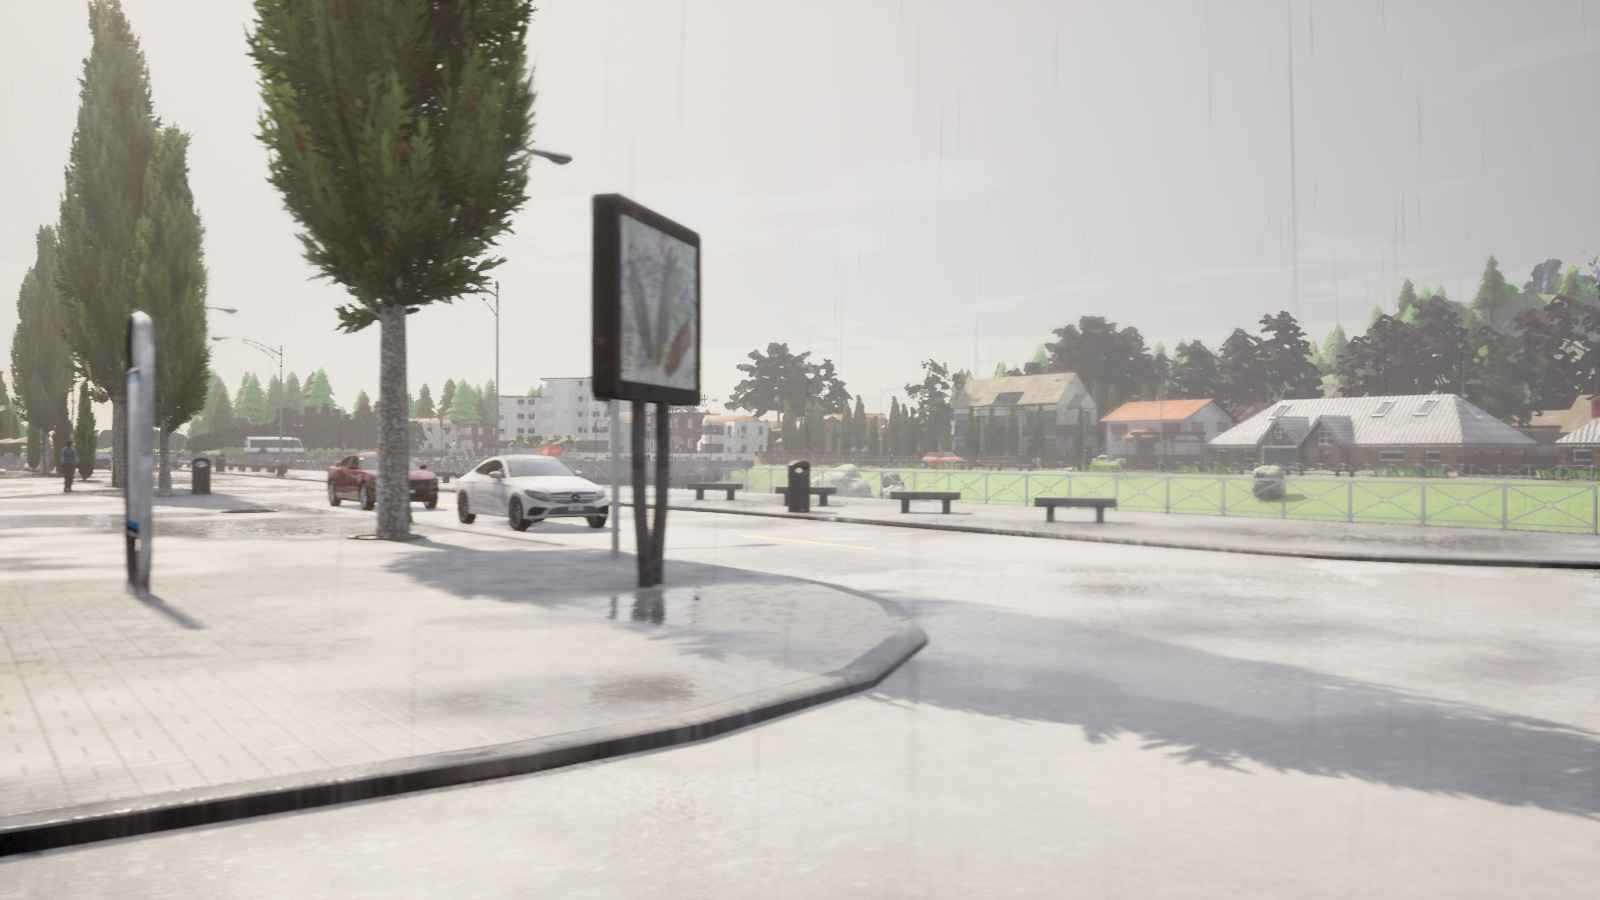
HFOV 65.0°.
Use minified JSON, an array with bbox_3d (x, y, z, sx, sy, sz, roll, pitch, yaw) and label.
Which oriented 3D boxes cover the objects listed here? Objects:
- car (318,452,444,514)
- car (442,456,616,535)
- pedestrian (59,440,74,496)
[{"bbox_3d":[-11.366,0.830,33.853,1.882,1.535,5.008,0,0,-35],"label":"car"},{"bbox_3d":[-5.618,0.846,25.588,1.812,1.442,4.674,0,0,-35],"label":"car"},{"bbox_3d":[-25.582,0.612,43.799,0.396,1.930,0.692,0,0,-34],"label":"pedestrian"}]
